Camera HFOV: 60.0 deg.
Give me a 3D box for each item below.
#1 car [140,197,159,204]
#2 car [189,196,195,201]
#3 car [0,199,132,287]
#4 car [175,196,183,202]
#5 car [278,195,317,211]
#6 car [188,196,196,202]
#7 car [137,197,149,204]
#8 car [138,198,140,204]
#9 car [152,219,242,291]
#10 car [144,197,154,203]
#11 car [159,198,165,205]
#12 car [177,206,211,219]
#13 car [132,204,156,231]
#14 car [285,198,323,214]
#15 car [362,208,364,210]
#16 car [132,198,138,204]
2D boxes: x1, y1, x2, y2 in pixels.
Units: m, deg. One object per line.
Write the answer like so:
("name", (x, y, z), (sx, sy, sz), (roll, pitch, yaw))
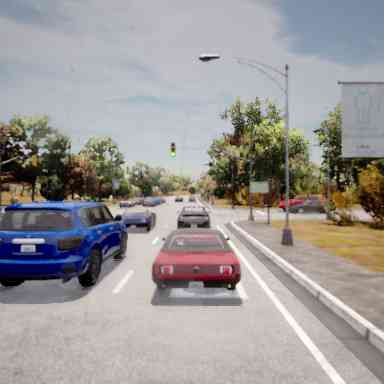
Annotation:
("car", (-7.067, 1.780, 55.448), (1.812, 1.442, 4.674), (0, 0, 0))
("car", (0.024, 1.795, 94.819), (1.882, 1.535, 5.008), (0, 0, 0))
("car", (-3.400, 1.268, 9.608), (2.150, 2.045, 5.566), (0, 0, 0))
("car", (-3.477, 1.923, 86.783), (2.128, 1.511, 4.902), (0, 0, 0))
("car", (13.454, 1.408, 40.692), (5.566, 2.045, 2.150), (0, 0, 4))
("car", (0.022, 1.920, 84.399), (2.033, 1.411, 5.357), (0, 0, 0))
("car", (-10.481, 1.882, 71.840), (1.994, 1.385, 4.181), (0, 0, 0))
("car", (-10.530, 1.815, 63.116), (1.812, 1.442, 4.674), (0, 0, 1))
("car", (0.106, 1.643, 9.083), (1.895, 1.301, 4.718), (0, 0, 0))
("car", (-10.479, 1.898, 81.869), (1.812, 1.442, 4.674), (0, 0, 0))
("car", (-7.015, 1.775, 64.777), (1.882, 1.535, 5.008), (0, 0, 1))
("car", (0.105, 1.585, 20.130), (2.128, 1.511, 4.902), (0, 0, 0))
("car", (-3.396, 1.700, 21.434), (1.895, 1.301, 4.718), (0, 0, 0))
("car", (13.405, 1.676, 37.173), (4.892, 1.490, 1.837), (0, 0, 3))
("car", (23.158, 1.779, 40.131), (4.718, 1.301, 1.895), (0, 0, 3))
("car", (-10.573, 1.849, 54.082), (1.895, 1.301, 4.718), (0, 0, 0))
